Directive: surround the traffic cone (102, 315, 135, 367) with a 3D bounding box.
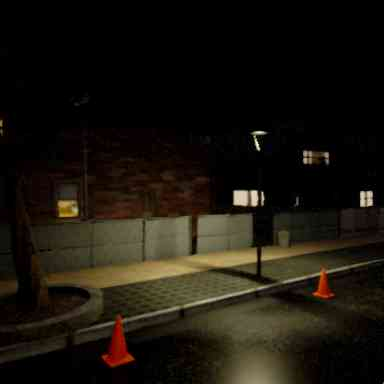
[{"bbox_3d":[-1.004,1.983,4.541,0.340,0.580,0.340,1,-1,-36],"label":"traffic cone"}]

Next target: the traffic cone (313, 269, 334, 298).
[{"bbox_3d":[2.986,2.037,7.530,0.340,0.580,0.340,1,-1,-37],"label":"traffic cone"}]
